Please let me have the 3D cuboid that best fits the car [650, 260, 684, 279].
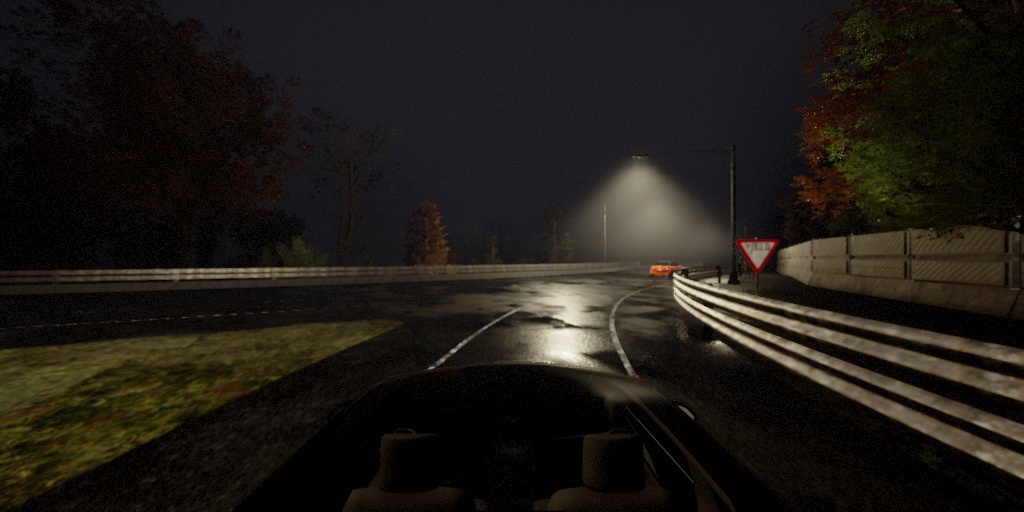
[{"bbox_3d":[15.234,1.268,35.030,2.097,1.767,4.553,0,0,42],"label":"car"}]
